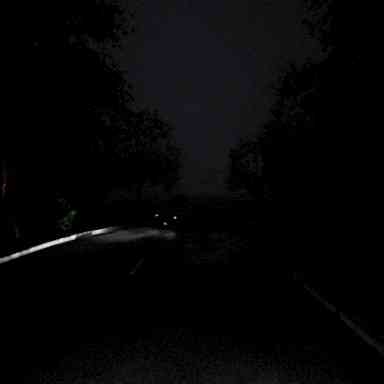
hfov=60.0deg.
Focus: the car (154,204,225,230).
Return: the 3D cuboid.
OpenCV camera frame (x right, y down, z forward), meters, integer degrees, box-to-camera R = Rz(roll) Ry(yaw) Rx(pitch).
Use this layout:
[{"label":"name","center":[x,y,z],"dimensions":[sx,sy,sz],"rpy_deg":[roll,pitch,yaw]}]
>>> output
[{"label":"car","center":[-0.076,1.440,20.166],"dimensions":[1.895,1.301,4.718],"rpy_deg":[2,2,41]}]
